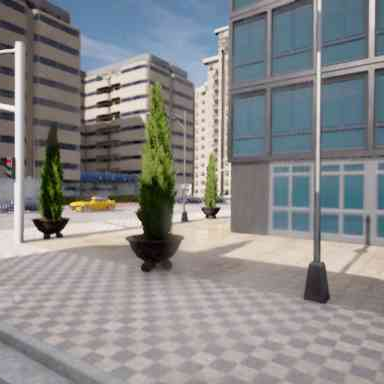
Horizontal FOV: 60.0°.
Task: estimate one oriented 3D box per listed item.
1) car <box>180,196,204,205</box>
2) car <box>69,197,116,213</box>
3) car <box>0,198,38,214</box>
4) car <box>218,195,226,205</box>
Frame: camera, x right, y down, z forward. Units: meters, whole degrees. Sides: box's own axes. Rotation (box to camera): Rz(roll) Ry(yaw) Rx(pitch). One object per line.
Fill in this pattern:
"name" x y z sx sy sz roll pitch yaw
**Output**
"car" -0.646 1.292 53.119 2.033 1.411 5.357 1 0 36
"car" -10.039 1.258 33.857 1.882 1.535 5.008 1 0 35
"car" -15.963 1.272 31.546 1.812 1.442 4.674 1 0 35
"car" 3.645 1.286 53.083 1.837 1.490 4.892 1 0 36
